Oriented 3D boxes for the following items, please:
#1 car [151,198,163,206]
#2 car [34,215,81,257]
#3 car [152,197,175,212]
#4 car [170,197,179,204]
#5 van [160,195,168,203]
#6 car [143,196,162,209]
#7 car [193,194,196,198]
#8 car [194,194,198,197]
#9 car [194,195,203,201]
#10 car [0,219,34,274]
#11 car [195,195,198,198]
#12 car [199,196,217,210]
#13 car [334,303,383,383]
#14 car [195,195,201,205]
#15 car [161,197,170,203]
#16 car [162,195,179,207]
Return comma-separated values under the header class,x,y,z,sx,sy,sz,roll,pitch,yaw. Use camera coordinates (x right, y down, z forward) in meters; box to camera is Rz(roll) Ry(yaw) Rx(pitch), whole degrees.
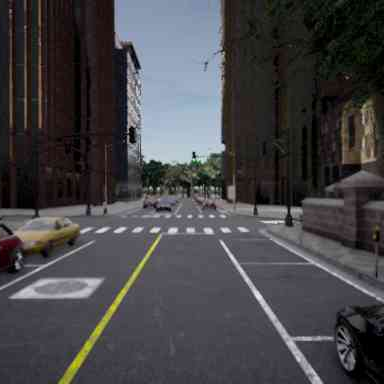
class,x,y,z,sx,sy,sz,roll,pitch,yaw
car,-6.378,1.860,61.738,1.802,1.307,4.206,0,0,-1
car,-5.884,1.609,13.288,1.752,1.417,4.829,0,0,-1
car,-3.521,1.727,41.627,2.033,1.411,5.357,0,0,-4
car,-3.714,1.797,71.431,1.837,1.490,4.892,0,0,-1
van,-6.546,1.689,78.050,1.690,1.788,3.998,0,0,-1
car,-6.269,1.547,50.864,2.192,1.841,5.009,0,0,-1
car,1.867,1.873,89.181,1.752,1.417,4.829,0,0,-1
car,1.978,1.825,78.307,1.752,1.417,4.829,0,0,-1
car,1.811,1.686,94.449,2.192,1.841,5.009,0,0,-1
car,-5.831,1.503,8.002,1.967,1.590,4.097,0,0,-1
car,2.091,1.797,67.262,1.887,1.381,4.507,0,0,-1
car,2.312,1.602,45.514,1.967,1.590,4.097,0,0,-1
car,2.750,1.560,2.633,1.947,1.339,4.313,0,0,-1
car,2.146,1.780,61.825,2.008,1.369,4.403,0,0,-1
car,-6.600,1.922,83.487,2.008,1.369,4.403,0,0,-1
car,-3.599,1.747,56.864,1.837,1.490,4.892,0,0,0
